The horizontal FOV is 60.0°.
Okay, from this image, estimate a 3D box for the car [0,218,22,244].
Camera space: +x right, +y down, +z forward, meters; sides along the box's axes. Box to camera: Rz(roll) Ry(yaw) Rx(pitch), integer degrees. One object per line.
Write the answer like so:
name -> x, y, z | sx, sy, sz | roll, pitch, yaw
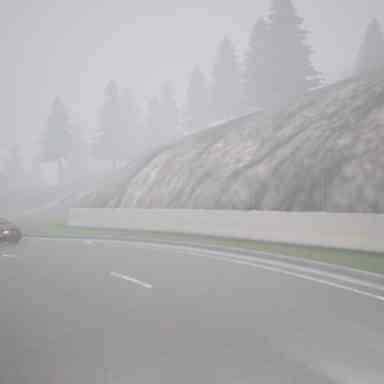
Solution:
car -> -10.263, 1.859, 16.003 | 4.181, 1.385, 1.994 | -2, 0, 24
